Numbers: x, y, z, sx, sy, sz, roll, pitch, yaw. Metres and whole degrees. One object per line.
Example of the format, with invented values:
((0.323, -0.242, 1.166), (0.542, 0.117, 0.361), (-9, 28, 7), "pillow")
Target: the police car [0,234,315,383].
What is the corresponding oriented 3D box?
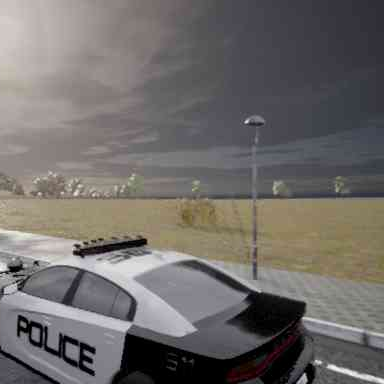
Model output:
((-1.157, 1.423, 4.389), (5.238, 1.638, 1.930), (0, 0, 36), "police car")
